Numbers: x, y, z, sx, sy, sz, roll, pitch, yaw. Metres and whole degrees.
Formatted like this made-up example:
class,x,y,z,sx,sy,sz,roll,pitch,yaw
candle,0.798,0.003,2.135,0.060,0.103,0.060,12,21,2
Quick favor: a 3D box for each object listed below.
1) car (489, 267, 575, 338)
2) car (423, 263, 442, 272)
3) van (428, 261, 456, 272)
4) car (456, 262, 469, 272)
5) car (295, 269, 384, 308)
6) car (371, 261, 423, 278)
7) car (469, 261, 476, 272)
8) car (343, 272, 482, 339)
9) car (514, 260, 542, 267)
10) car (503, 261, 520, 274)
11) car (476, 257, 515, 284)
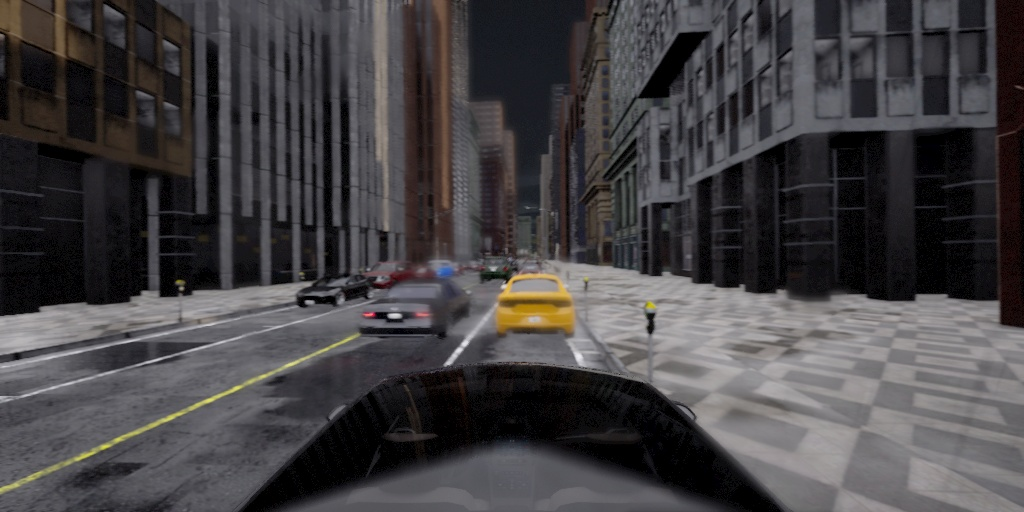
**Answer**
class,x,y,z,sx,sy,sz,roll,pitch,yaw
car,0.674,1.257,10.341,1.882,1.535,5.008,-1,0,4
car,-7.078,1.491,27.591,1.888,1.381,4.507,0,0,4
van,-6.699,1.307,33.215,1.690,1.789,3.998,0,0,4
car,-6.320,1.426,38.839,1.967,1.591,4.097,0,0,4
car,-7.835,1.471,16.343,1.948,1.339,4.313,0,0,4
car,-7.456,1.240,21.966,2.192,1.841,5.009,0,0,4
car,-5.563,1.467,50.087,1.967,1.591,4.097,0,0,4
car,-2.374,1.362,10.301,2.033,1.411,5.357,-1,0,4
car,1.428,1.284,27.028,1.967,1.591,4.097,0,0,4
car,-0.008,1.454,46.940,1.837,1.490,4.892,-1,0,4
car,-1.156,1.102,28.456,2.150,2.045,5.566,-1,0,4
